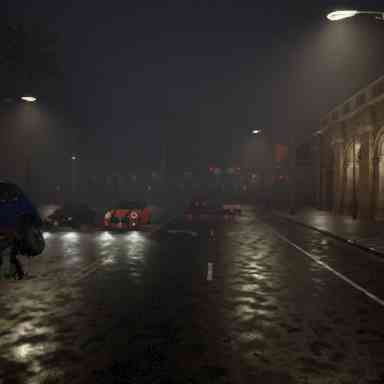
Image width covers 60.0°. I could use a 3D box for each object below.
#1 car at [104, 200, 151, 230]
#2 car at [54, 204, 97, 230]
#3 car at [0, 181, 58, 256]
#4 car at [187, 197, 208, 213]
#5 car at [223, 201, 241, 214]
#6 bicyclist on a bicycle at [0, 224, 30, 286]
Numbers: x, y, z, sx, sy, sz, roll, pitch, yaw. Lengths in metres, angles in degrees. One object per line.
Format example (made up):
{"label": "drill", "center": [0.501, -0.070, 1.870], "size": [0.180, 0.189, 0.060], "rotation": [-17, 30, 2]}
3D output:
{"label": "car", "center": [-3.994, 1.351, 21.232], "size": [2.097, 1.767, 4.553], "rotation": [0, 0, 4]}
{"label": "car", "center": [-7.512, 1.525, 21.127], "size": [1.812, 1.442, 4.674], "rotation": [0, 0, 4]}
{"label": "car", "center": [-5.486, 0.943, 7.389], "size": [2.150, 2.045, 5.566], "rotation": [-19, 2, 2]}
{"label": "car", "center": [0.692, 1.352, 36.373], "size": [2.097, 1.767, 4.553], "rotation": [0, 0, 4]}
{"label": "car", "center": [4.261, 1.601, 36.019], "size": [1.895, 1.301, 4.718], "rotation": [0, 0, 5]}
{"label": "bicyclist on a bicycle", "center": [-4.398, 1.477, 7.802], "size": [0.582, 1.620, 1.656], "rotation": [0, 7, 12]}
